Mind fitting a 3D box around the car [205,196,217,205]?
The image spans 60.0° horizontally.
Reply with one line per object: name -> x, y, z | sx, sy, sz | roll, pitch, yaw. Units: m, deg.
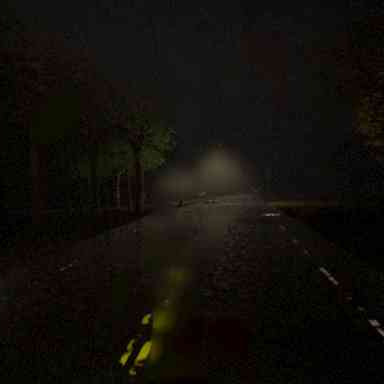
car -> 3.398, 1.485, 60.163 | 1.812, 1.442, 4.674 | -1, 0, 10
